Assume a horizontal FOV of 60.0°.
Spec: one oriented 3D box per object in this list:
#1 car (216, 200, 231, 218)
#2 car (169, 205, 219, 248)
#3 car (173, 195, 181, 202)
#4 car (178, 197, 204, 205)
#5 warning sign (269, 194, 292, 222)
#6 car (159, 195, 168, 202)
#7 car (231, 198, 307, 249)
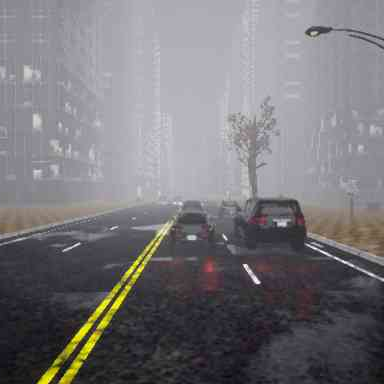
[{"bbox_3d":[3.250,1.487,29.653,2.128,1.511,4.902,0,0,0],"label":"car"},{"bbox_3d":[0.000,1.529,14.652,1.812,1.442,4.674,0,0,0],"label":"car"},{"bbox_3d":[-3.249,1.398,75.890,2.128,1.511,4.902,0,0,0],"label":"car"},{"bbox_3d":[0.000,1.477,29.654,1.882,1.535,5.008,0,0,0],"label":"car"},{"bbox_3d":[6.115,1.108,23.010,1.300,1.860,1.060,1,1,0],"label":"warning sign"},{"bbox_3d":[-6.500,1.398,75.890,2.128,1.511,4.902,0,0,0],"label":"car"},{"bbox_3d":[3.251,1.254,14.681,2.150,2.045,5.566,0,0,0],"label":"car"}]
